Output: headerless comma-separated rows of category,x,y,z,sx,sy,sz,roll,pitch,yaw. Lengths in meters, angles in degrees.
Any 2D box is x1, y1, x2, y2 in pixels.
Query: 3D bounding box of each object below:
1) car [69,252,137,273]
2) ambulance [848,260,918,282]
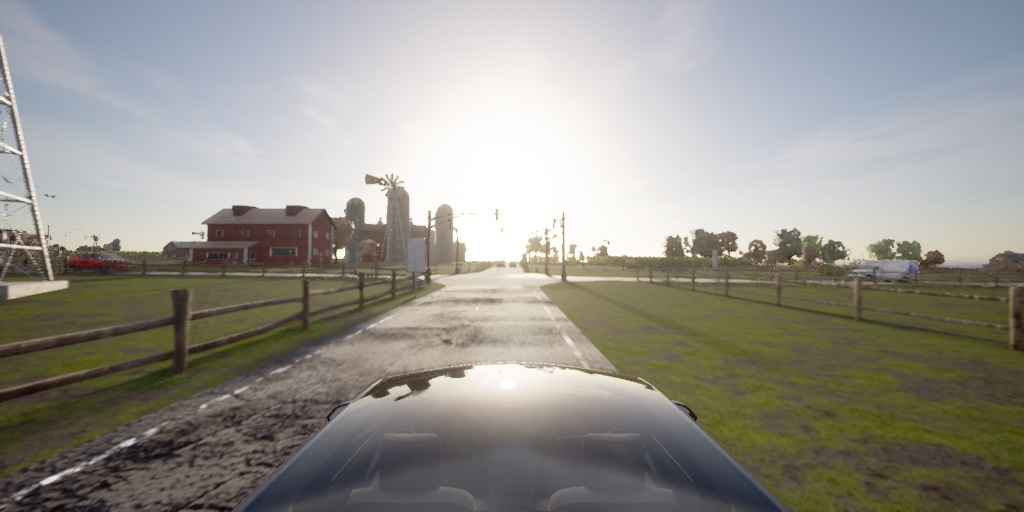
car,-43.041,0.675,37.767,5.566,2.045,2.150,1,-2,1
ambulance,42.407,1.755,41.137,6.366,2.431,2.351,1,-2,0
